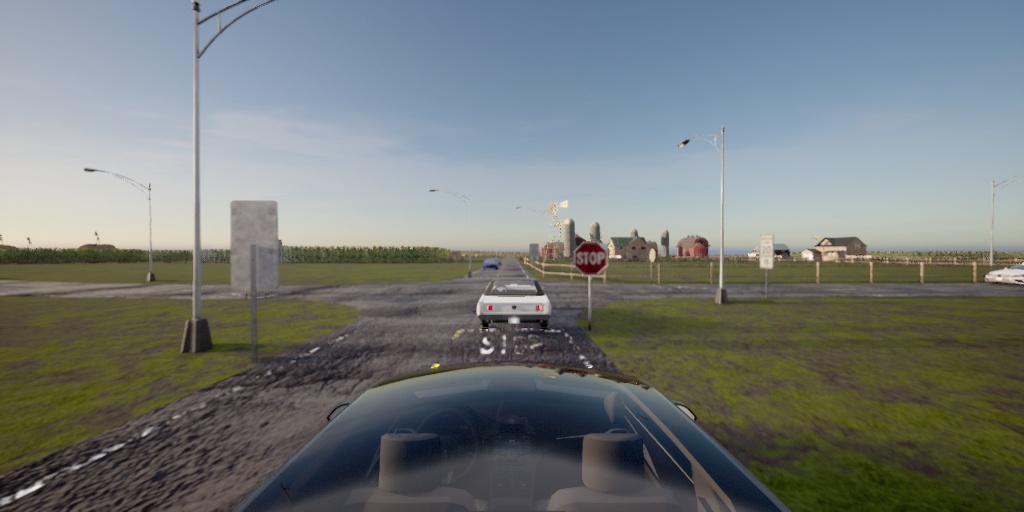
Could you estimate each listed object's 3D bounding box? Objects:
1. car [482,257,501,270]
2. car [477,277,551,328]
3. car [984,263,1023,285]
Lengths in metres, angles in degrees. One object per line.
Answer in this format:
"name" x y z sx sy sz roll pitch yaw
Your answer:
"car" -2.813 1.049 47.399 1.882 1.535 5.008 0 0 0
"car" 0.071 1.313 11.163 1.895 1.301 4.718 0 0 0
"car" 32.541 1.153 22.311 4.674 1.442 1.812 0 1 -2
